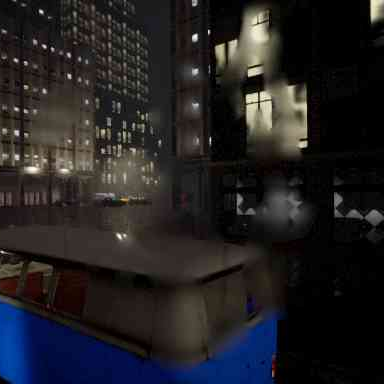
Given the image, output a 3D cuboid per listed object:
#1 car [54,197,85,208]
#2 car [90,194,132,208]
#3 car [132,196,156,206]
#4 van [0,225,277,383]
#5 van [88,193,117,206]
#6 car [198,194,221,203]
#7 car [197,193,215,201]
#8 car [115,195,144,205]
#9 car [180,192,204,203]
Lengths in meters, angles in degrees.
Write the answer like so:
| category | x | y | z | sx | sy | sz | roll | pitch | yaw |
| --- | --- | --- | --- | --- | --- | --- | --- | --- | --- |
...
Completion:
| category | x | y | z | sx | sy | sz | roll | pitch | yaw |
| --- | --- | --- | --- | --- | --- | --- | --- | --- | --- |
| car | -16.891 | 1.403 | 45.975 | 1.947 | 1.339 | 4.313 | 0 | 0 | 36 |
| car | -10.107 | 1.267 | 41.058 | 1.887 | 1.381 | 4.507 | 0 | 0 | 36 |
| car | -6.776 | 1.230 | 45.606 | 2.008 | 1.369 | 4.403 | 0 | 0 | 36 |
| van | -1.082 | 1.342 | 3.663 | 3.998 | 1.788 | 1.690 | 0 | -1 | 36 |
| van | -13.560 | 1.135 | 50.525 | 1.690 | 1.788 | 3.998 | 0 | 0 | 36 |
| car | 3.218 | 1.101 | 59.252 | 2.008 | 1.369 | 4.403 | 0 | 0 | 36 |
| car | 3.104 | 1.016 | 73.278 | 1.967 | 1.590 | 4.097 | 0 | 0 | 36 |
| car | -10.327 | 1.278 | 54.939 | 1.752 | 1.417 | 4.829 | 0 | 0 | 36 |
| car | -0.115 | 0.909 | 54.702 | 2.192 | 1.841 | 5.009 | 0 | 0 | 36 |
